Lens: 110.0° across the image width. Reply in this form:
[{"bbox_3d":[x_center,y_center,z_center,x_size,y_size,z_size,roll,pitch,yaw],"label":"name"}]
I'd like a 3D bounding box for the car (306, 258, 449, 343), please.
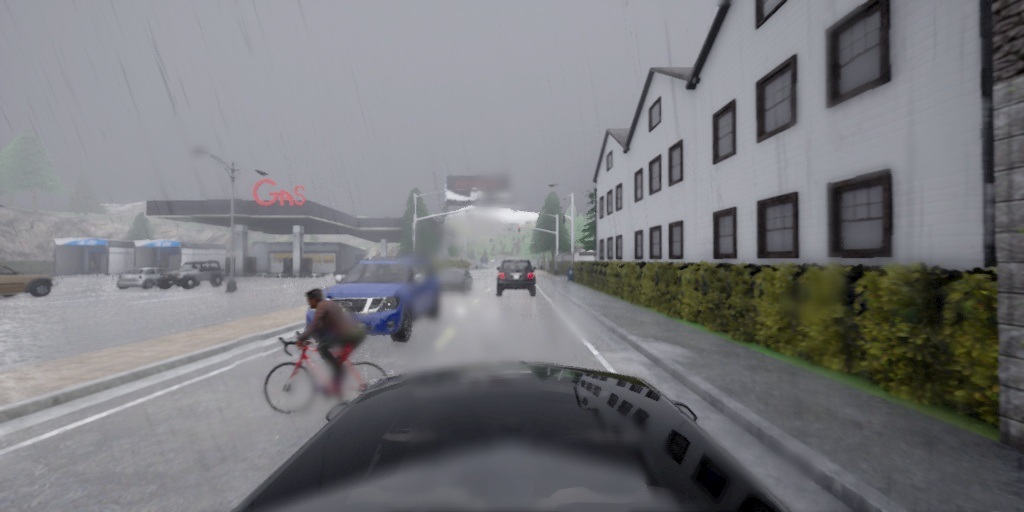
[{"bbox_3d":[-3.532,1.075,10.418,2.150,2.045,5.566,0,0,1],"label":"car"}]

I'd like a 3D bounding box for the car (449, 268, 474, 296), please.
[{"bbox_3d":[-3.400,1.501,21.568,1.837,1.490,4.892,0,-1,1],"label":"car"}]

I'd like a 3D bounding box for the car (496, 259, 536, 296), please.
[{"bbox_3d":[0.254,1.214,21.258,2.150,2.045,5.566,0,-1,1],"label":"car"}]

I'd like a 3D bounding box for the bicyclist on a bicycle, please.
[{"bbox_3d":[-2.376,1.237,4.614,1.656,1.620,0.582,0,-1,0],"label":"bicyclist on a bicycle"}]
